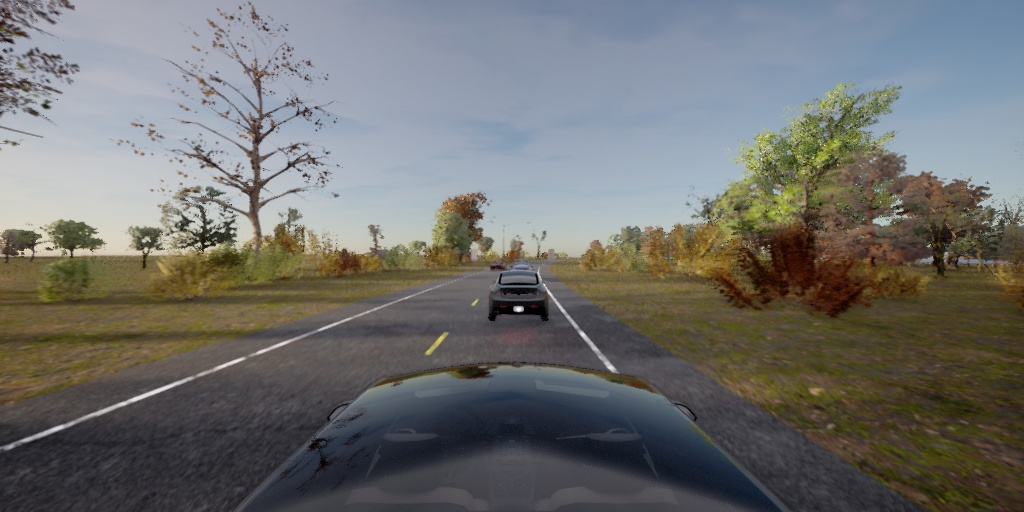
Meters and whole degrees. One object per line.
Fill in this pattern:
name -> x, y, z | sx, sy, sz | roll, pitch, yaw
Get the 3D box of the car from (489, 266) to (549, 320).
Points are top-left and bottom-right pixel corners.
car -> 0.233, 1.256, 12.591 | 1.837, 1.490, 4.892 | 0, 0, 1

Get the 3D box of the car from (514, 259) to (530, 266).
car -> 0.837, 1.271, 30.706 | 1.812, 1.442, 4.674 | 0, 0, 3

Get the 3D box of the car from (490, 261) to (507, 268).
car -> -1.801, 1.340, 47.882 | 1.895, 1.301, 4.718 | 0, 0, 5
